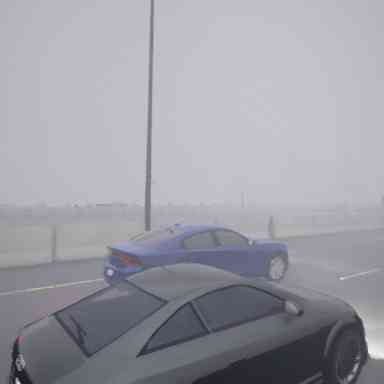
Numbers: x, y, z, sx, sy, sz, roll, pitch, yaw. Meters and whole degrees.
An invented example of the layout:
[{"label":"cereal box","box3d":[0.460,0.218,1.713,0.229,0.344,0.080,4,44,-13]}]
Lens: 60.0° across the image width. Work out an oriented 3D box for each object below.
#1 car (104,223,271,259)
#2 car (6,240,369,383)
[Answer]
[{"label":"car","box3d":[0.321,1.517,8.276,5.008,1.535,1.882,0,0,-36]},{"label":"car","box3d":[0.215,1.582,3.901,4.181,1.385,1.994,1,0,-36]}]
